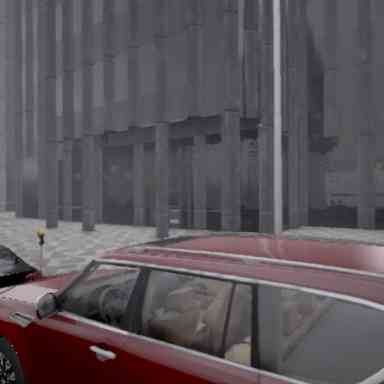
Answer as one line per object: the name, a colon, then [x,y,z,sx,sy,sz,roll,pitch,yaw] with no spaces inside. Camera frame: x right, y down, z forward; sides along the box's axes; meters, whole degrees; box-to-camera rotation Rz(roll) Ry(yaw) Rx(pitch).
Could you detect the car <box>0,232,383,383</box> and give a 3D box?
car: [0.001,1.327,3.079,5.009,1.841,2.192,0,0,35]
